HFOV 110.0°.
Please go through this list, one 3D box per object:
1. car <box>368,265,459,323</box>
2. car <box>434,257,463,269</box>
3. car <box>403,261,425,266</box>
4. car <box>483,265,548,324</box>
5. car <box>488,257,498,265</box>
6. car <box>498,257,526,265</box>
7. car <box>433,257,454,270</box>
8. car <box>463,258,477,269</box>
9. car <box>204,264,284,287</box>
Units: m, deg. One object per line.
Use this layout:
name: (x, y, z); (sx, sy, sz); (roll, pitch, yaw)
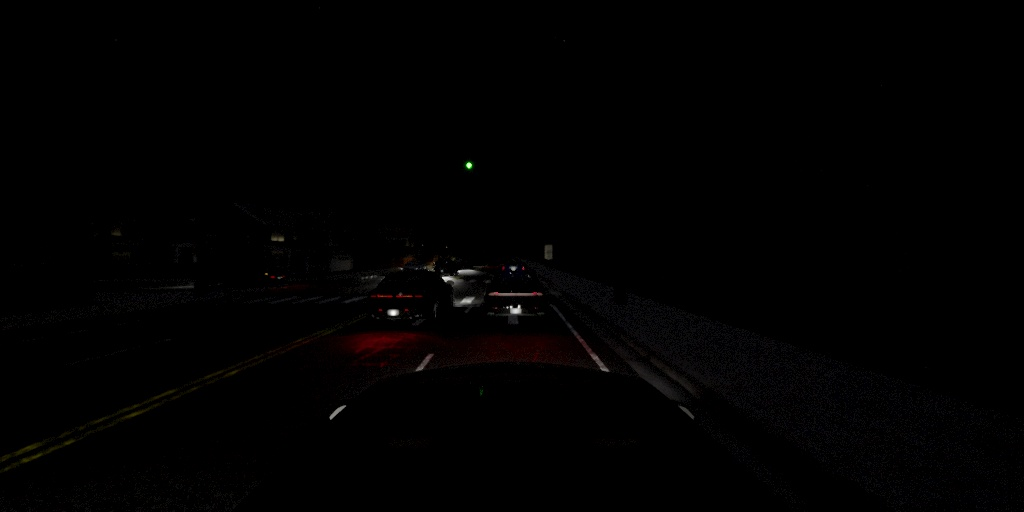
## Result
car: (-3.149, 1.235, 11.931); (1.837, 1.490, 4.892); (0, 0, 0)
car: (-6.586, 1.162, 36.293); (2.128, 1.511, 4.902); (0, 0, 0)
car: (-9.827, 1.197, 36.220); (1.812, 1.442, 4.674); (0, 0, 0)
car: (0.103, 1.221, 11.805); (2.128, 1.511, 4.902); (0, 0, 0)
car: (-3.237, 1.114, 65.378); (1.812, 1.442, 4.674); (0, 0, 0)
car: (0.106, 1.038, 30.790); (2.097, 1.767, 4.553); (0, 0, 0)
car: (-9.815, 0.978, 51.717); (2.097, 1.767, 4.553); (0, 0, 0)
car: (-6.574, 1.230, 50.999); (1.895, 1.301, 4.718); (0, 0, 0)
car: (-17.473, 1.253, 23.434); (4.674, 1.442, 1.812); (0, 0, 2)
